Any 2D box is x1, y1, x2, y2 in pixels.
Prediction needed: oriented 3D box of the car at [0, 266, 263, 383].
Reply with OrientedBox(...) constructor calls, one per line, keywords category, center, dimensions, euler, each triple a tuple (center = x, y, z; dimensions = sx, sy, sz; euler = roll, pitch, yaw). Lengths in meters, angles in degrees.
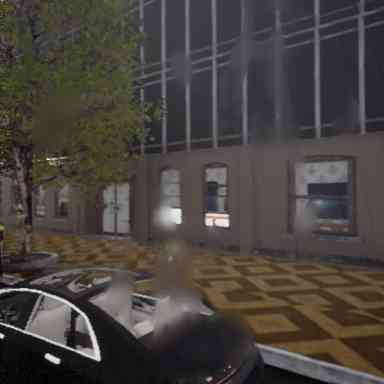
OrientedBox(category="car", center=(-1.390, 1.571, 3.859), dimensions=(4.403, 1.369, 2.008), euler=(0, 0, 35))
